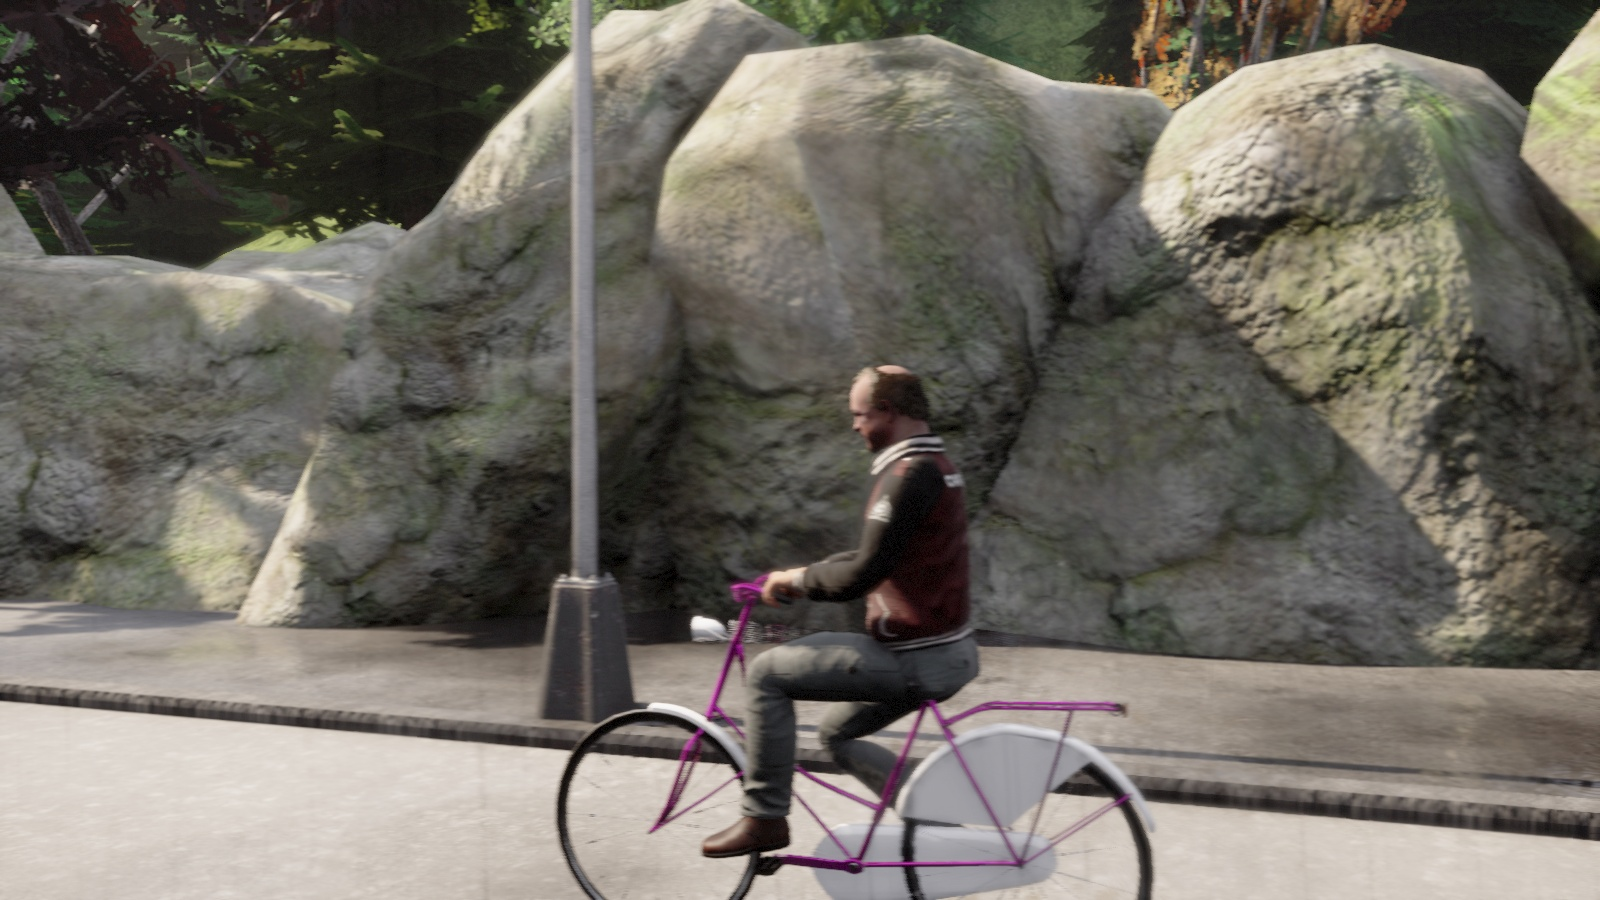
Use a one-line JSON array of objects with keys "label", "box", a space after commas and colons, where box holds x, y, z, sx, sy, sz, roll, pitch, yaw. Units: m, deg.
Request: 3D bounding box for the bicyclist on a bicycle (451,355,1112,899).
[{"label": "bicyclist on a bicycle", "box": [-0.055, 0.637, 3.738, 1.843, 1.776, 0.659, 1, 1, 19]}]
